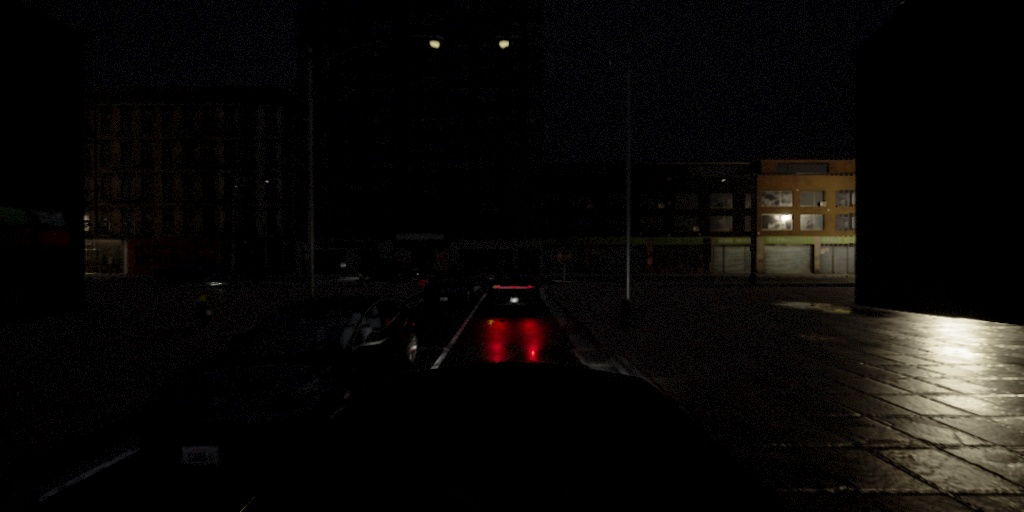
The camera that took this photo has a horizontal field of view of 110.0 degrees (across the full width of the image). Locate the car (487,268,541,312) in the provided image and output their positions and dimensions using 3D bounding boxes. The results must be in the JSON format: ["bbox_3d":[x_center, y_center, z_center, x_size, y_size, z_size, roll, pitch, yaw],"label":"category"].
[{"bbox_3d":[0.082,1.225,14.057,2.128,1.511,4.902,0,0,0],"label":"car"}]

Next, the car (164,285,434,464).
[{"bbox_3d":[-2.639,1.311,5.217,1.948,1.339,4.313,0,0,0],"label":"car"}]

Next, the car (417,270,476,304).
[{"bbox_3d":[-2.642,1.296,16.122,1.948,1.339,4.313,0,0,0],"label":"car"}]

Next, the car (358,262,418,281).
[{"bbox_3d":[-10.168,1.232,29.655,4.892,1.490,1.837,0,-1,4],"label":"car"}]

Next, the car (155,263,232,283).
[{"bbox_3d":[-23.541,1.253,26.722,5.008,1.535,1.882,0,0,0],"label":"car"}]
